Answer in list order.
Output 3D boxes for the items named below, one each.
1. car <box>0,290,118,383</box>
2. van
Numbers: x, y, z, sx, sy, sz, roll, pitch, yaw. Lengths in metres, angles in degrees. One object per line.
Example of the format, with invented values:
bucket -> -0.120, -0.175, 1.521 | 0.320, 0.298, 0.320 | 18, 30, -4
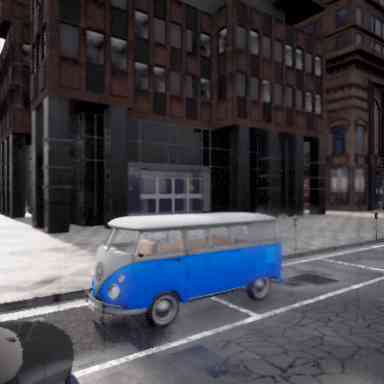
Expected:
car -> -2.939, 1.508, 1.282 | 4.892, 1.490, 1.837 | 0, 0, -36
van -> 0.053, 1.335, 6.685 | 3.998, 1.788, 1.690 | 0, 0, -36
